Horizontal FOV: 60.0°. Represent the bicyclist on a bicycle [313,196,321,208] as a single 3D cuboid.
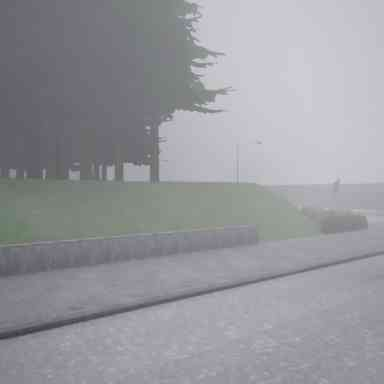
[{"bbox_3d":[14.866,1.347,39.614,1.656,1.620,0.582,0,0,-35],"label":"bicyclist on a bicycle"}]
